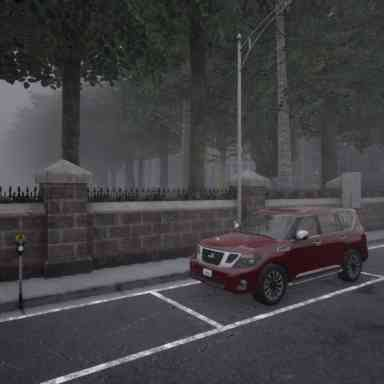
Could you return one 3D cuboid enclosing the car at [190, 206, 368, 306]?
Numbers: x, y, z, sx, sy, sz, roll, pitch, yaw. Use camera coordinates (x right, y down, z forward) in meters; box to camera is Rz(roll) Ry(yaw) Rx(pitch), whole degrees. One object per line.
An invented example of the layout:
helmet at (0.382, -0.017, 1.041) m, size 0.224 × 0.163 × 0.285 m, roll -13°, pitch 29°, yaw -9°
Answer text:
car at (2.359, 1.314, 8.215) m, size 5.009 × 1.841 × 2.192 m, roll 0°, pitch 0°, yaw -35°
